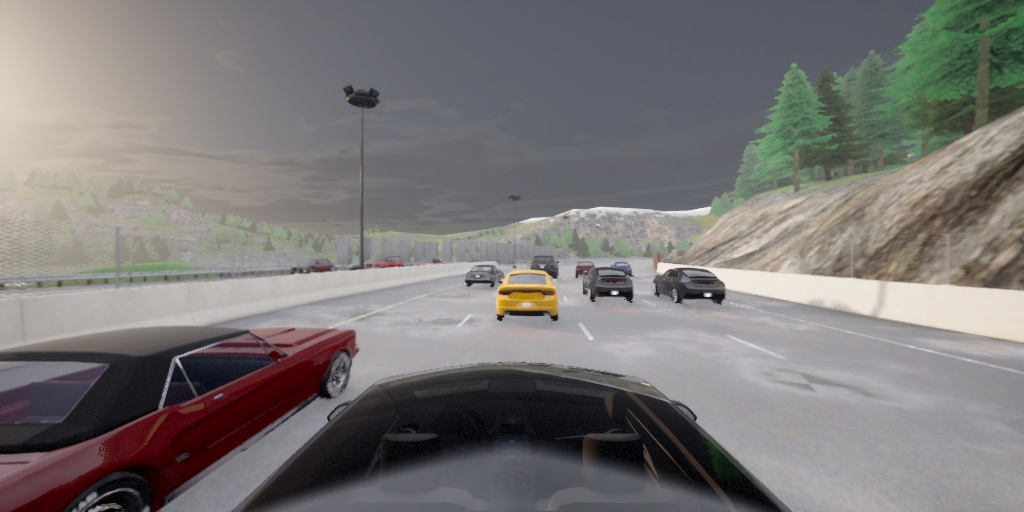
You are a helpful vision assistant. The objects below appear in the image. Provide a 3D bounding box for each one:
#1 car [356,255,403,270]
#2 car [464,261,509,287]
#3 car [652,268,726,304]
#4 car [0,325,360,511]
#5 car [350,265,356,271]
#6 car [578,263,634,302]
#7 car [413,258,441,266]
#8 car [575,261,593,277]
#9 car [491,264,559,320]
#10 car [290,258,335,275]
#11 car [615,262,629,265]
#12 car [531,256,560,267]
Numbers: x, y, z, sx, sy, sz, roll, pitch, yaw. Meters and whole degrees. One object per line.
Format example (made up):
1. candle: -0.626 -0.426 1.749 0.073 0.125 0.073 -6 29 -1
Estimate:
1. car: -13.762 0.936 38.330 2.150 2.045 5.566 0 0 12
2. car: -1.764 1.294 24.393 2.033 1.411 5.357 0 0 8
3. car: 7.912 1.275 16.473 1.837 1.490 4.892 0 0 5
4. car: -3.335 1.342 3.514 1.895 1.301 4.718 0 0 1
5. car: -16.580 1.256 41.984 2.033 1.411 5.357 0 0 12
6. car: 4.466 1.267 17.175 1.837 1.490 4.892 0 0 6
7. car: -9.600 1.078 40.964 2.097 1.767 4.553 0 0 13
8. car: 7.217 1.247 35.111 1.882 1.535 5.008 0 0 12
9. car: 0.580 1.229 12.668 1.882 1.535 5.008 0 0 4
10. car: -20.972 1.049 37.806 2.097 1.767 4.553 0 0 11
11. car: 11.085 1.305 36.447 1.812 1.442 4.674 0 0 12
12. car: 2.896 0.980 31.352 2.150 2.045 5.566 0 0 10
